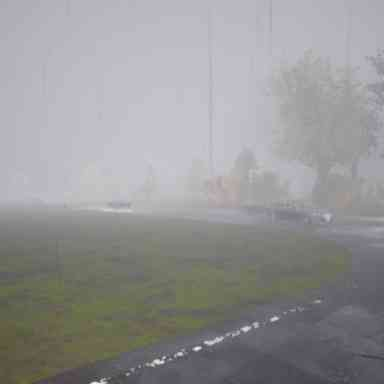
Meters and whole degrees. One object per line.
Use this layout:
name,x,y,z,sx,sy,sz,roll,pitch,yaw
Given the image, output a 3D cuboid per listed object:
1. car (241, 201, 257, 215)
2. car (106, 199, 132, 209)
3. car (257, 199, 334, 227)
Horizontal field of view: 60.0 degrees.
car,6.390,1.297,28.982,1.812,1.442,4.674,-1,0,-37
car,-9.827,1.581,44.540,1.895,1.301,4.718,-1,0,-36
car,6.755,1.296,21.375,2.128,1.511,4.902,-1,0,-27
